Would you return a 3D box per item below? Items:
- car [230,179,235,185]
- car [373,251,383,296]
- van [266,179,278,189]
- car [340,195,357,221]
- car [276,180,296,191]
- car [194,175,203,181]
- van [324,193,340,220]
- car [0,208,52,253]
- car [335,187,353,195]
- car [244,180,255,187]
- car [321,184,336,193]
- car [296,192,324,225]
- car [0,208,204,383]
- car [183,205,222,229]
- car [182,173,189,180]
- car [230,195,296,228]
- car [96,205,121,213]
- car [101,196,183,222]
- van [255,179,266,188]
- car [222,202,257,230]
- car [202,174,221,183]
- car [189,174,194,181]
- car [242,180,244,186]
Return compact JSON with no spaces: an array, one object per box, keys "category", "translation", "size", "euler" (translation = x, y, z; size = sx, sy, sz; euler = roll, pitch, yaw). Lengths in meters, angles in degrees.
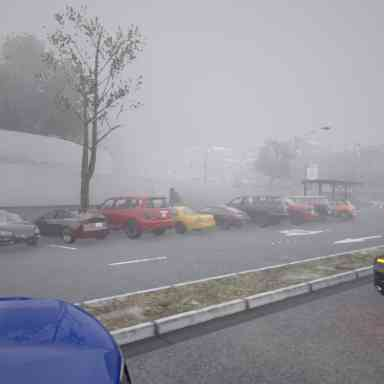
[{"category":"car","translation":[10.732,-2.316,78.682],"size":[2.002,1.452,4.674],"euler":[7,3,35]},{"category":"car","translation":[5.853,1.515,7.278],"size":[4.892,1.490,1.837],"euler":[0,0,-35]},{"category":"van","translation":[17.588,-1.490,68.683],"size":[1.878,1.987,4.442],"euler":[7,4,35]},{"category":"car","translation":[11.273,1.404,27.983],"size":[4.553,1.767,2.185],"euler":[-1,-1,35]},{"category":"car","translation":[19.343,-0.991,66.317],"size":[2.231,1.521,4.892],"euler":[7,3,35]},{"category":"car","translation":[3.796,-3.698,88.466],"size":[2.435,2.045,5.566],"euler":[7,3,34]},{"category":"van","translation":[8.860,1.297,26.237],"size":[4.442,1.987,1.878],"euler":[-1,-1,35]},{"category":"car","translation":[-8.435,1.493,14.195],"size":[4.892,1.521,2.231],"euler":[-1,-1,35]},{"category":"car","translation":[26.223,0.137,56.444],"size":[2.002,1.452,4.674],"euler":[7,3,35]},{"category":"car","translation":[14.296,-1.811,73.892],"size":[1.946,1.575,5.366],"euler":[7,3,35]},{"category":"car","translation":[24.538,-0.425,58.920],"size":[2.435,2.045,5.566],"euler":[7,3,35]},{"category":"car","translation":[6.318,1.267,24.573],"size":[5.566,2.045,2.435],"euler":[-1,-1,35]},{"category":"car","translation":[-2.841,1.221,1.110],"size":[5.566,2.045,2.150],"euler":[0,0,-35]},{"category":"car","translation":[-1.240,1.503,19.499],"size":[5.366,1.575,1.946],"euler":[-1,-1,35]},{"category":"car","translation":[0.282,-4.084,93.410],"size":[2.185,1.767,4.553],"euler":[4,1,34]},{"category":"car","translation":[3.801,1.263,22.873],"size":[5.566,2.045,2.435],"euler":[-1,-1,35]},{"category":"car","translation":[-6.012,1.524,15.936],"size":[4.792,1.488,2.163],"euler":[-1,-1,35]},{"category":"car","translation":[-3.563,1.248,17.676],"size":[5.566,2.045,2.435],"euler":[-1,-1,35]},{"category":"van","translation":[15.864,-1.763,71.158],"size":[1.878,1.987,4.442],"euler":[7,4,35]},{"category":"car","translation":[1.370,1.549,21.121],"size":[4.674,1.452,2.002],"euler":[-1,-1,35]},{"category":"car","translation":[5.642,-3.175,86.203],"size":[1.946,1.575,5.366],"euler":[7,3,34]},{"category":"car","translation":[2.007,-3.849,90.936],"size":[2.185,1.767,4.553],"euler":[6,3,34]},{"category":"car","translation":[12.469,-2.043,76.217],"size":[2.002,1.452,4.674],"euler":[7,4,35]}]
